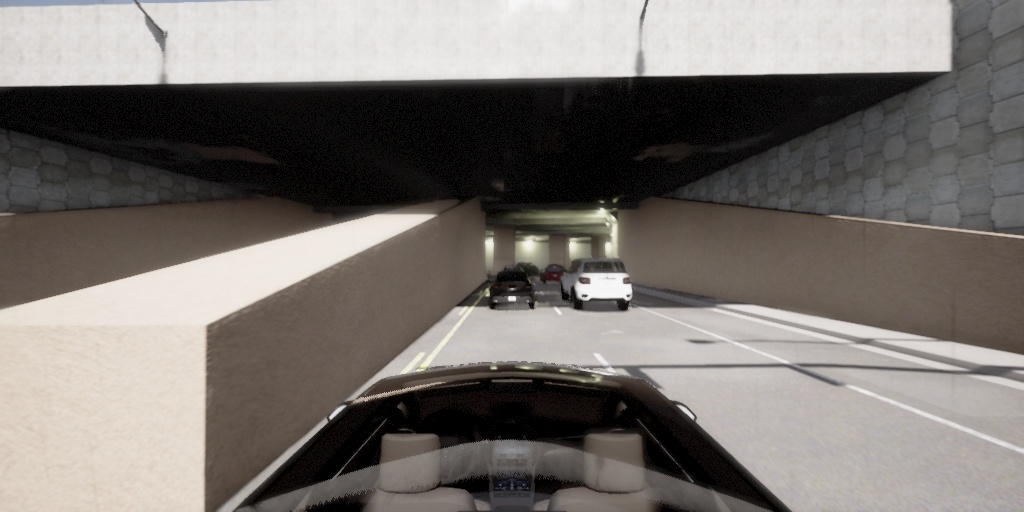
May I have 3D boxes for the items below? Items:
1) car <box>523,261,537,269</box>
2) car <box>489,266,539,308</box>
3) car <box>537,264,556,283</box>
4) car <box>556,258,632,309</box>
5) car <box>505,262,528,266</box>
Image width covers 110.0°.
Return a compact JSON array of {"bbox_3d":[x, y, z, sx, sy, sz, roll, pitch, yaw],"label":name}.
[{"bbox_3d":[1.835,1.499,44.234,2.097,1.767,4.553,0,-1,19],"label":"car"},{"bbox_3d":[0.010,1.393,16.159,1.837,1.490,4.892,0,0,0],"label":"car"},{"bbox_3d":[3.543,1.591,31.166,1.994,1.385,4.181,0,0,1],"label":"car"},{"bbox_3d":[3.508,1.100,15.874,2.150,2.045,5.566,0,0,0],"label":"car"},{"bbox_3d":[0.039,1.519,31.150,2.128,1.511,4.902,0,0,1],"label":"car"}]
